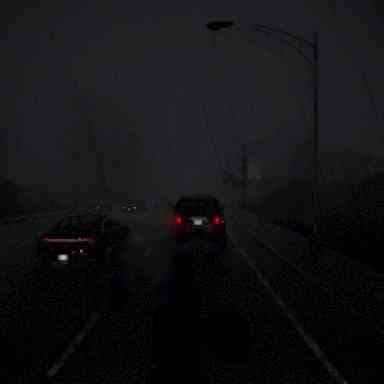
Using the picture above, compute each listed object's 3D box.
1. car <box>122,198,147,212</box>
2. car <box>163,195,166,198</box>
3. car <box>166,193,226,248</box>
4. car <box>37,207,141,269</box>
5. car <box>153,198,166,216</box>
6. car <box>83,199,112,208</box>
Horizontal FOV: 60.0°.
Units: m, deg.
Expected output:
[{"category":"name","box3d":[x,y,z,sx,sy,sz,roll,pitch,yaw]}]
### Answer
[{"category":"car","box3d":[-6.011,1.461,35.148,1.837,1.490,4.892,0,0,4]},{"category":"car","box3d":[-5.263,1.352,75.571,1.882,1.535,5.008,0,0,8]},{"category":"car","box3d":[0.287,1.203,14.734,2.150,2.045,5.566,0,0,1]},{"category":"car","box3d":[-3.294,1.478,11.050,2.128,1.511,4.902,0,0,1]},{"category":"car","box3d":[-2.486,1.562,32.413,1.895,1.301,4.718,0,0,3]},{"category":"car","box3d":[-9.592,1.483,33.987,1.812,1.442,4.674,0,0,4]}]
